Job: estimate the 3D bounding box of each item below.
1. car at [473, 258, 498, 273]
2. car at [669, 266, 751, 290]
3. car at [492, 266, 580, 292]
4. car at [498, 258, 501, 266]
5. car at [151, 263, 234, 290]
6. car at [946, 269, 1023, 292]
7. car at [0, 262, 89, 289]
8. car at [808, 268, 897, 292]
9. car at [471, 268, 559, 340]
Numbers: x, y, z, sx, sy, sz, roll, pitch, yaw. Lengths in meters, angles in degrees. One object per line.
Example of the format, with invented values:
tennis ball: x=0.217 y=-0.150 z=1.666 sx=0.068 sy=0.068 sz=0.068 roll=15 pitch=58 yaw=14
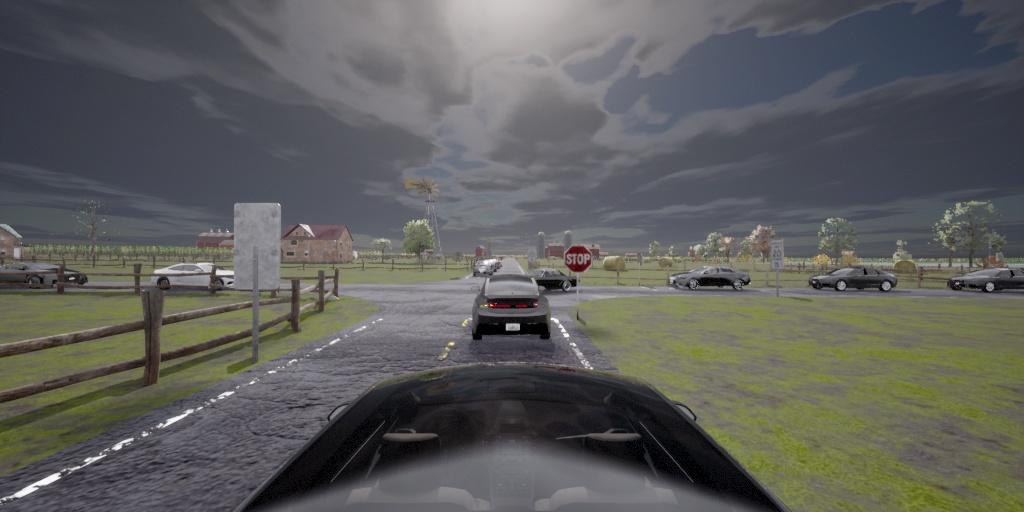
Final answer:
car: x=-2.882 y=1.243 z=36.691 sx=2.128 sy=1.511 sz=4.902 roll=0 pitch=0 yaw=0
car: x=12.785 y=1.396 z=23.289 sx=4.902 sy=1.511 sz=2.128 roll=1 pitch=-1 yaw=-2
car: x=1.488 y=1.369 z=20.053 sx=4.718 sy=1.301 sz=1.895 roll=1 pitch=0 yaw=-35
car: x=-2.880 y=1.241 z=46.136 sx=2.128 sy=1.511 sz=4.902 roll=0 pitch=0 yaw=0
car: x=-17.255 y=1.104 z=19.951 sx=4.674 sy=1.442 sz=1.812 roll=1 pitch=-1 yaw=-1
car: x=31.689 y=1.587 z=23.593 sx=4.892 sy=1.490 sz=1.837 roll=1 pitch=-1 yaw=-1
car: x=-26.375 y=1.048 z=19.823 sx=4.181 sy=1.385 sz=1.994 roll=1 pitch=-1 yaw=-1
car: x=22.186 y=1.499 z=23.466 sx=4.892 sy=1.490 sz=1.837 roll=1 pitch=-1 yaw=-1
car: x=-0.079 y=1.256 z=10.006 sx=1.837 sy=1.490 sz=4.892 roll=0 pitch=0 yaw=-2
